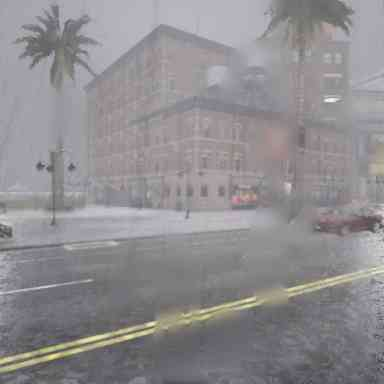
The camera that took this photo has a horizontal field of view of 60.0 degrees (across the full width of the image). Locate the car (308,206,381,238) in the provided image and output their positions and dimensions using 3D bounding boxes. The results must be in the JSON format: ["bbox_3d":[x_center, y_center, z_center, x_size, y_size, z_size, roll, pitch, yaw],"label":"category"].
[{"bbox_3d":[8.452,1.526,18.250,5.008,1.535,1.882,0,0,-34],"label":"car"}]
